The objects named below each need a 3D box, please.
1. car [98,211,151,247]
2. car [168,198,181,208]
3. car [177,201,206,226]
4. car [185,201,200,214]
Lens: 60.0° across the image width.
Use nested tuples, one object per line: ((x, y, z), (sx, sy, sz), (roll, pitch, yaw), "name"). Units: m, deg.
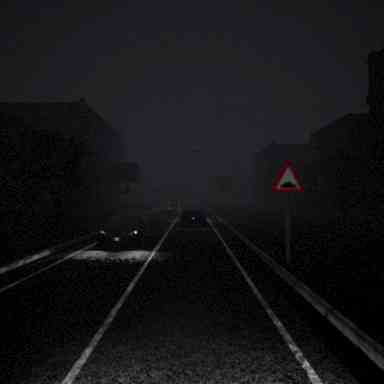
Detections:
((-3.082, 1.682, 15.981), (1.812, 1.442, 4.674), (0, -1, 0), "car")
((-3.027, 1.821, 58.366), (2.097, 1.767, 4.553), (0, 0, 1), "car")
((0.093, 1.727, 25.910), (1.882, 1.535, 5.008), (0, 0, 0), "car")
((0.106, 1.906, 42.446), (1.812, 1.442, 4.674), (0, -1, 0), "car")
